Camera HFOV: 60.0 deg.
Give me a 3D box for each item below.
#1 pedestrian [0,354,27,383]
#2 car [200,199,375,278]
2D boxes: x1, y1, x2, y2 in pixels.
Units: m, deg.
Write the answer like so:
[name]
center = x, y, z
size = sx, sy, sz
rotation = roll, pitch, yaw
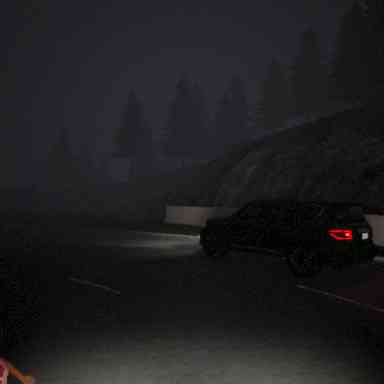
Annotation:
[pedestrian]
center = -1.558, 1.294, 2.656
size = 0.375, 1.860, 0.375
rotation = 0, 0, -24
[car]
center = 2.675, 1.222, 10.542
size = 2.150, 2.045, 5.566
rotation = 1, -1, -41
